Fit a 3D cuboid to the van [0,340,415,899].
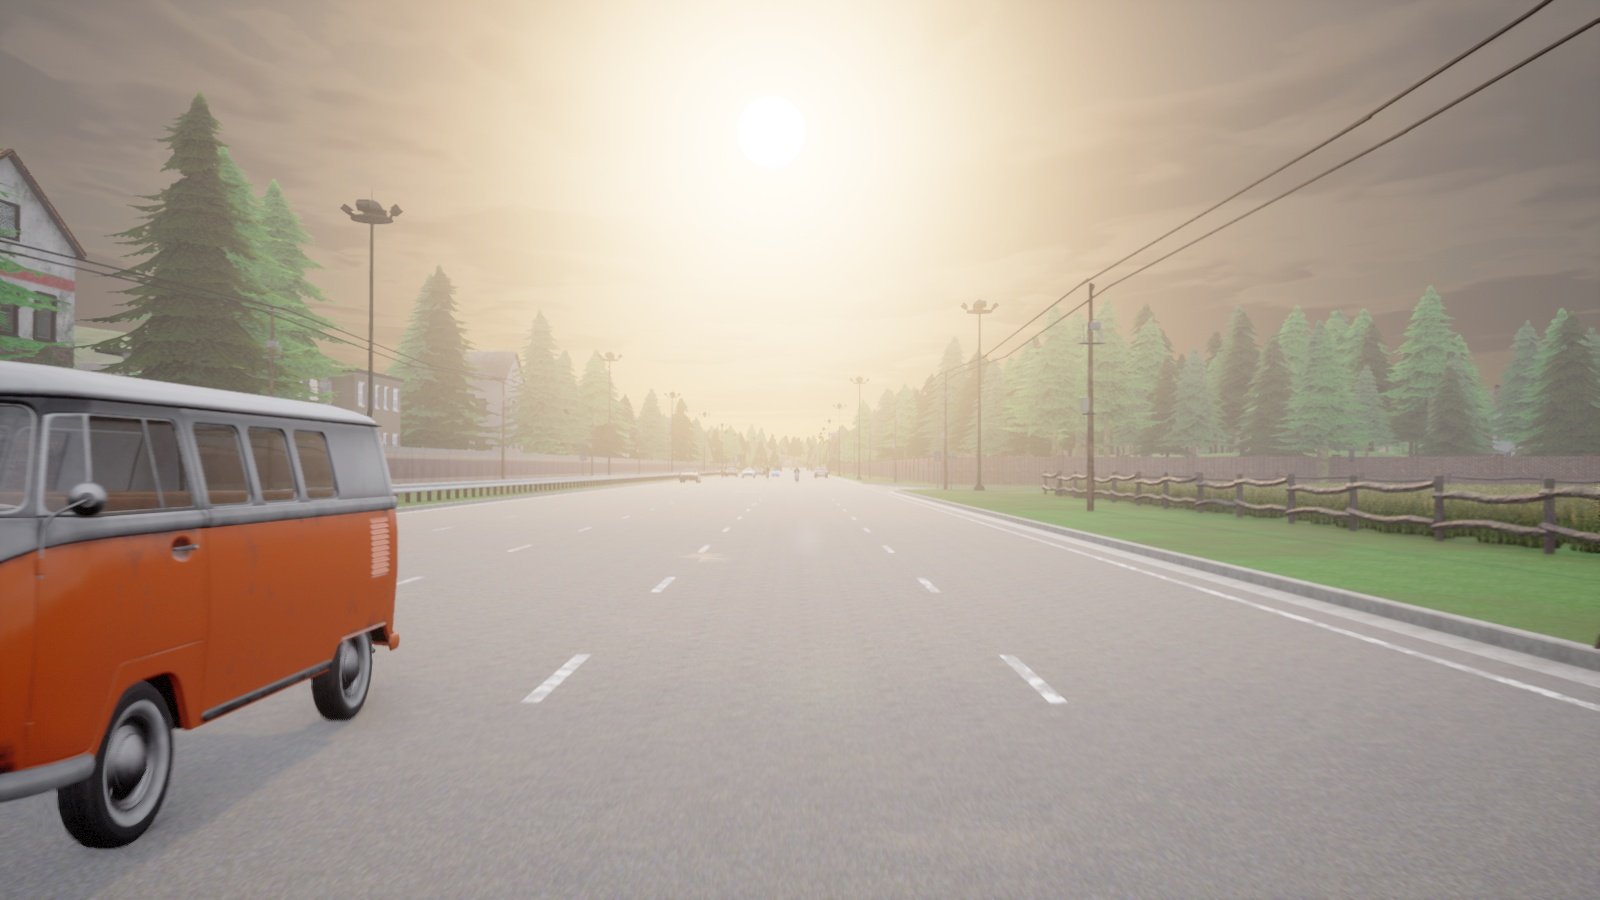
[{"bbox_3d":[-3.516,0.663,6.359,1.775,1.987,4.442,0,-1,0],"label":"van"}]
